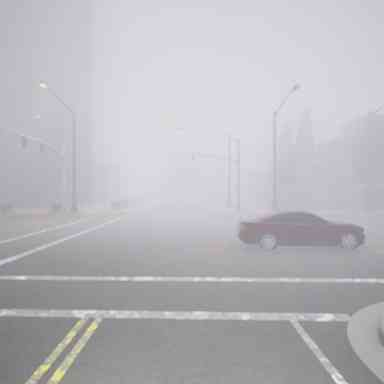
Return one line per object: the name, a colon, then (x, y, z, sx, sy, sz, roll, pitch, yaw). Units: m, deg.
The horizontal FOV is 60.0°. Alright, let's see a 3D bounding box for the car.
car: (4.289, 1.458, 13.423, 5.008, 1.535, 1.882, 0, 0, 0)
